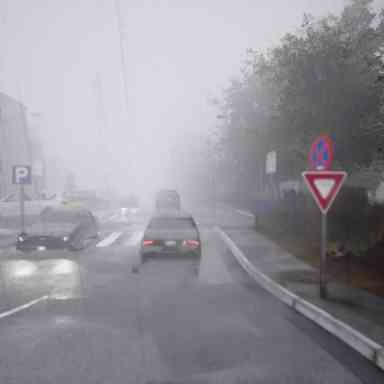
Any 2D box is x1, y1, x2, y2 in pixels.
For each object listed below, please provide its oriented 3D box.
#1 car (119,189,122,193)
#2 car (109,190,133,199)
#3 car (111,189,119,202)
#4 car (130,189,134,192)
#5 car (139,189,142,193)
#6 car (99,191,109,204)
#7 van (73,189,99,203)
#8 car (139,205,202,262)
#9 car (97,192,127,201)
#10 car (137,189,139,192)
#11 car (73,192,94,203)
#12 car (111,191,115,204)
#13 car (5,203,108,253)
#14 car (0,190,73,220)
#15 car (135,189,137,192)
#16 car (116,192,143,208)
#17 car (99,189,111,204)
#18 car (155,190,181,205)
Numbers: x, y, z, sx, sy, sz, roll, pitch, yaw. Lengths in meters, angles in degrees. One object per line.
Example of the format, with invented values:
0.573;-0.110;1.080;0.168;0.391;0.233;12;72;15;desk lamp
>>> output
-13.236;0.716;48.905;4.553;1.767;2.185;-1;1;-25;car
-14.980;0.480;69.837;4.553;1.767;2.185;-1;0;-25;car
-12.995;0.753;45.914;4.553;1.767;2.185;-1;1;-25;car
-14.059;0.695;60.952;5.366;1.575;1.946;-1;1;-25;car
-16.434;0.434;87.792;4.892;1.521;2.231;-1;0;-25;car
-12.288;0.994;36.924;5.008;1.535;2.097;-1;1;-25;car
-12.156;0.810;33.876;4.442;1.987;1.878;-1;1;-25;van
-0.706;1.385;11.402;2.033;1.411;5.357;0;1;-3;car
-13.959;0.765;57.893;4.792;1.488;2.163;-1;1;-25;car
-15.682;0.557;78.824;4.674;1.452;2.002;-1;0;-25;car
-11.381;1.105;28.025;5.366;1.575;1.946;-1;1;-25;car
-12.785;0.957;42.915;4.674;1.452;2.002;-1;1;-25;car
-4.946;1.366;13.153;2.033;1.411;5.357;0;1;-4;car
-11.065;0.939;21.934;5.566;2.045;2.435;-1;1;-25;car
-15.222;0.450;72.828;4.553;1.767;2.185;-1;0;-25;car
-7.084;1.056;38.095;1.994;1.385;4.181;0;1;-5;car
-12.574;0.831;39.911;4.553;1.767;2.185;-1;1;-25;car
-2.231;0.808;30.772;2.150;2.045;5.566;0;1;-5;car
